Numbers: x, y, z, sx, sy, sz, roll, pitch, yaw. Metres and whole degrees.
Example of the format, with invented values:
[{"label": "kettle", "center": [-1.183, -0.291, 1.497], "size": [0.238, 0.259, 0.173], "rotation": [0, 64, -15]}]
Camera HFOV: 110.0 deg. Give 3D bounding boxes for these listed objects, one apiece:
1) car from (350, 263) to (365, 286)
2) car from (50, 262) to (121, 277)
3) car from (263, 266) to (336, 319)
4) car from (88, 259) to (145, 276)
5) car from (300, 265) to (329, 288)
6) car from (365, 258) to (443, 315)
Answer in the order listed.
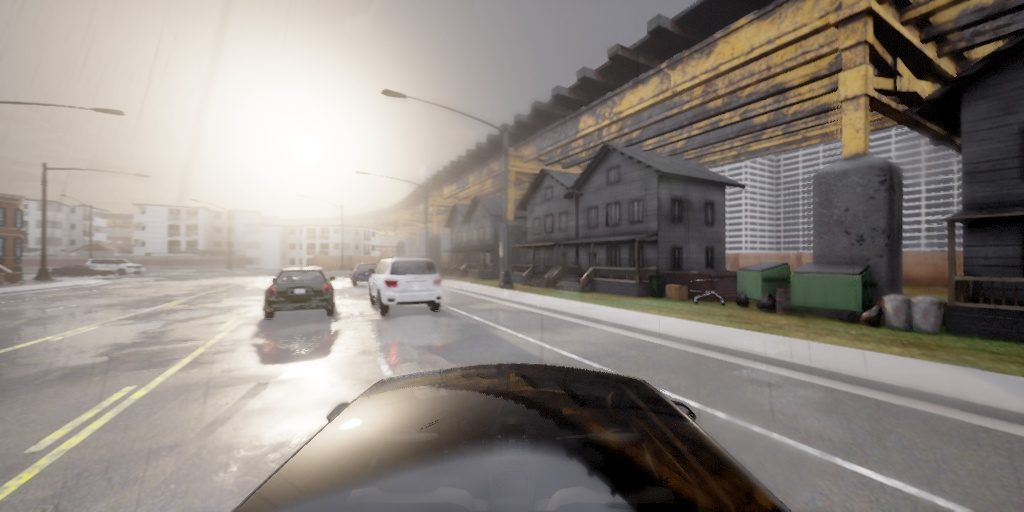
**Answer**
[{"label": "car", "center": [-11.712, 1.334, 28.685], "size": [2.097, 1.767, 4.553], "rotation": [0, -1, -27]}, {"label": "car", "center": [-47.867, 1.623, 40.033], "size": [5.357, 1.411, 2.033], "rotation": [0, -1, -2]}, {"label": "car", "center": [-7.962, 1.205, 13.748], "size": [2.097, 1.767, 4.553], "rotation": [0, -1, -27]}, {"label": "car", "center": [-48.186, 1.332, 43.538], "size": [5.566, 2.045, 2.150], "rotation": [0, -1, -3]}, {"label": "car", "center": [-15.038, 1.498, 27.507], "size": [1.812, 1.442, 4.674], "rotation": [0, 0, -27]}, {"label": "car", "center": [-4.465, 1.086, 14.582], "size": [2.150, 2.045, 5.566], "rotation": [0, 0, -27]}]
